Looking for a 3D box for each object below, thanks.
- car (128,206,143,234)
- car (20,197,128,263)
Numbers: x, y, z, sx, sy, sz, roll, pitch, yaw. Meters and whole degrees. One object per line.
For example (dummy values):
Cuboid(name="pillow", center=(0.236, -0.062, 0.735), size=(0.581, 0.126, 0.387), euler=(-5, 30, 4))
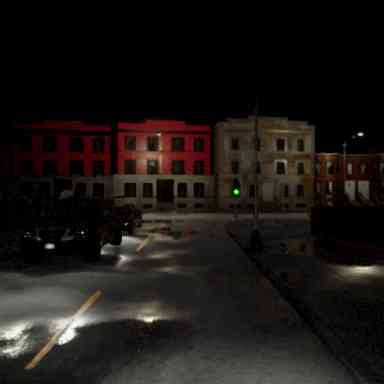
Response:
Cuboid(name="car", center=(-4.018, 1.522, 19.400), size=(2.033, 1.411, 5.357), euler=(0, 0, 0))
Cuboid(name="car", center=(-4.081, 1.208, 12.312), size=(2.150, 2.045, 5.566), euler=(0, 0, 0))
